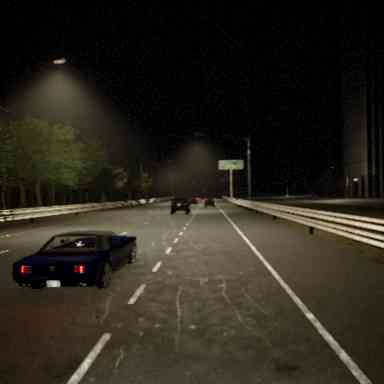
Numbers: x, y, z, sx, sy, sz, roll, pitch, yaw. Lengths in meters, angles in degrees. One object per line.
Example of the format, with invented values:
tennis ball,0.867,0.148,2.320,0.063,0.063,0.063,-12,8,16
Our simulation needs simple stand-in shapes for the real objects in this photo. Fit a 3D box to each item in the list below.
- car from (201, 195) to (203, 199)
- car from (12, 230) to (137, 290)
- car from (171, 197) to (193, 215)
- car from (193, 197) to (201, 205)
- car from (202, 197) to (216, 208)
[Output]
car,1.386,2.162,94.976,2.097,1.767,4.553,-1,0,3
car,-2.928,1.754,9.547,1.895,1.301,4.718,-1,-1,3
car,-1.377,1.662,41.158,2.150,2.045,5.566,-1,-1,3
car,0.410,2.236,77.139,1.812,1.442,4.674,-1,0,3
car,3.016,2.013,57.518,1.837,1.490,4.892,-1,-1,3
